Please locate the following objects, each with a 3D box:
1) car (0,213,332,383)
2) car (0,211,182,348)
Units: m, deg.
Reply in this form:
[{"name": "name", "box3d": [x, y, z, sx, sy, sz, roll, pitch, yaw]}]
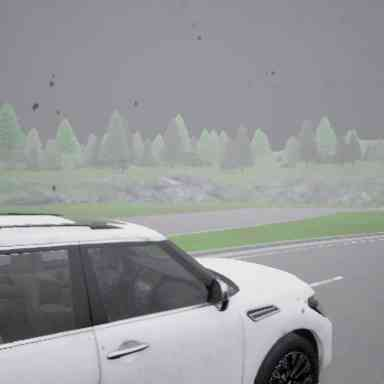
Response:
[{"name": "car", "box3d": [-1.107, 1.219, 2.911, 5.566, 2.045, 2.150, 1, 0, -36]}, {"name": "car", "box3d": [-2.659, 1.344, 6.075, 4.553, 1.767, 2.097, 1, 0, -36]}]
